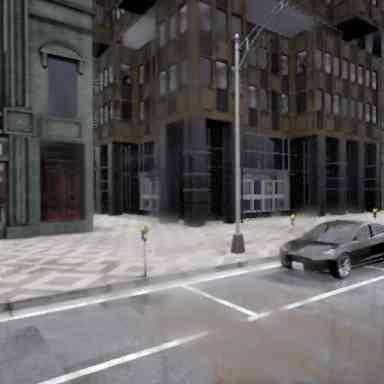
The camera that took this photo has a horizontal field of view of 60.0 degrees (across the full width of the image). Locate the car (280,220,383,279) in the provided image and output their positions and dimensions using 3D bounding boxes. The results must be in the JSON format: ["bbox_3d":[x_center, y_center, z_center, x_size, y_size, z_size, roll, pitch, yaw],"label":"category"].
[{"bbox_3d":[4.507,1.522,9.861,4.313,1.339,1.947,0,0,-35],"label":"car"}]
